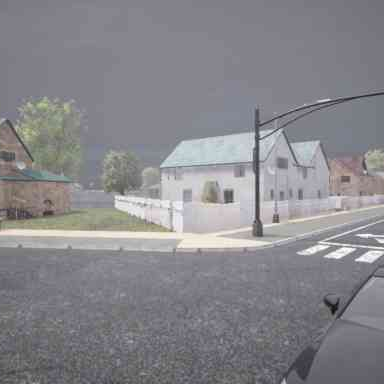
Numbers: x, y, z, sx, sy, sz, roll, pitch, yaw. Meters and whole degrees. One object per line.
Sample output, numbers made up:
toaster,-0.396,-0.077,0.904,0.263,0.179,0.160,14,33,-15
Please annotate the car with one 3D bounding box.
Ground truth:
car,2.561,1.524,3.463,1.812,1.442,4.674,0,0,42
